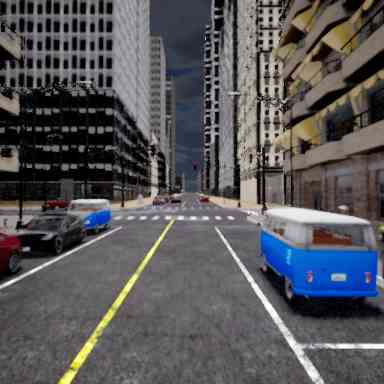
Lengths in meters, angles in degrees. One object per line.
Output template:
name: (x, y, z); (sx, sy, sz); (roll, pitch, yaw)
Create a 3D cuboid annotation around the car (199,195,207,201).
car: (2.690, 1.488, 85.012); (1.947, 1.339, 4.313); (1, 0, 0)

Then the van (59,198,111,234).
van: (-5.812, 1.324, 19.000); (1.690, 1.788, 3.998); (1, 0, 0)

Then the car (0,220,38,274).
car: (-5.645, 1.575, 7.919); (1.802, 1.307, 4.206); (1, 0, 0)

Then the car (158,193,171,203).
car: (-5.683, 1.253, 68.216); (2.192, 1.841, 5.009); (1, 0, 0)

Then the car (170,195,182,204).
car: (-3.011, 1.500, 63.555); (1.994, 1.385, 4.181); (0, 0, 0)

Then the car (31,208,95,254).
car: (-5.646, 1.554, 13.459); (1.947, 1.339, 4.313); (1, 0, 0)

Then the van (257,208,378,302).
van: (2.706, 1.334, 7.973); (1.690, 1.788, 3.998); (1, 0, 0)

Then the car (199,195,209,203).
car: (2.692, 1.519, 68.280); (1.802, 1.307, 4.206); (1, 0, 0)

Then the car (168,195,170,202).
car: (-5.687, 1.525, 62.641); (1.802, 1.307, 4.206); (1, 0, 0)

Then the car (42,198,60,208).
car: (-16.498, 1.460, 41.644); (4.097, 1.590, 1.967); (0, -1, 0)

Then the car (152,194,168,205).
car: (-5.683, 1.388, 57.066); (1.967, 1.590, 4.097); (1, 0, 0)

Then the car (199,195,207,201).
car: (2.692, 1.453, 79.605); (1.752, 1.417, 4.829); (1, 0, 0)
